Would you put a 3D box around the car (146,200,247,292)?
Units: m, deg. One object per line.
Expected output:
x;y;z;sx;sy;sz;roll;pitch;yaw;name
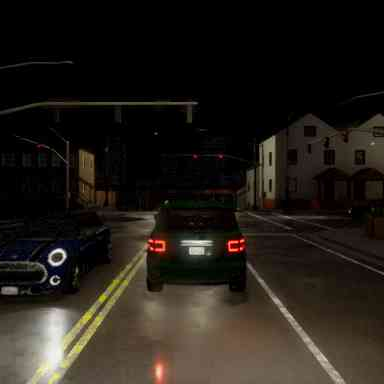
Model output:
0.090;1.221;9.059;2.150;2.045;5.566;0;0;0;car

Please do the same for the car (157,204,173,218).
-3.593;2.597;45.329;1.812;1.442;4.674;0;-9;0;car

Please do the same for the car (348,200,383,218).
16.563;1.491;29.786;4.902;1.511;2.128;0;0;-1;car

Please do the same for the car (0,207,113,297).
-3.585;1.352;8.793;2.097;1.767;4.553;0;0;0;car
